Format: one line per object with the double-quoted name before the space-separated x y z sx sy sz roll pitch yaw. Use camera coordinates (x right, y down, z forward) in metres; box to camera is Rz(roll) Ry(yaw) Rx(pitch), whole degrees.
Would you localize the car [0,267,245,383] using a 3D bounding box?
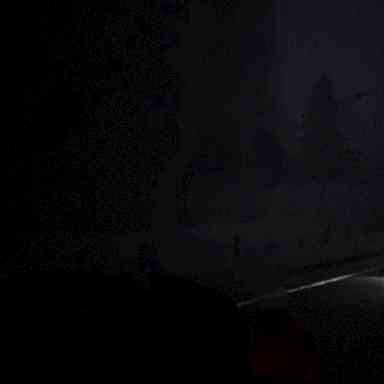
"car" -1.794 1.478 2.702 5.008 1.535 1.882 1 0 -35
